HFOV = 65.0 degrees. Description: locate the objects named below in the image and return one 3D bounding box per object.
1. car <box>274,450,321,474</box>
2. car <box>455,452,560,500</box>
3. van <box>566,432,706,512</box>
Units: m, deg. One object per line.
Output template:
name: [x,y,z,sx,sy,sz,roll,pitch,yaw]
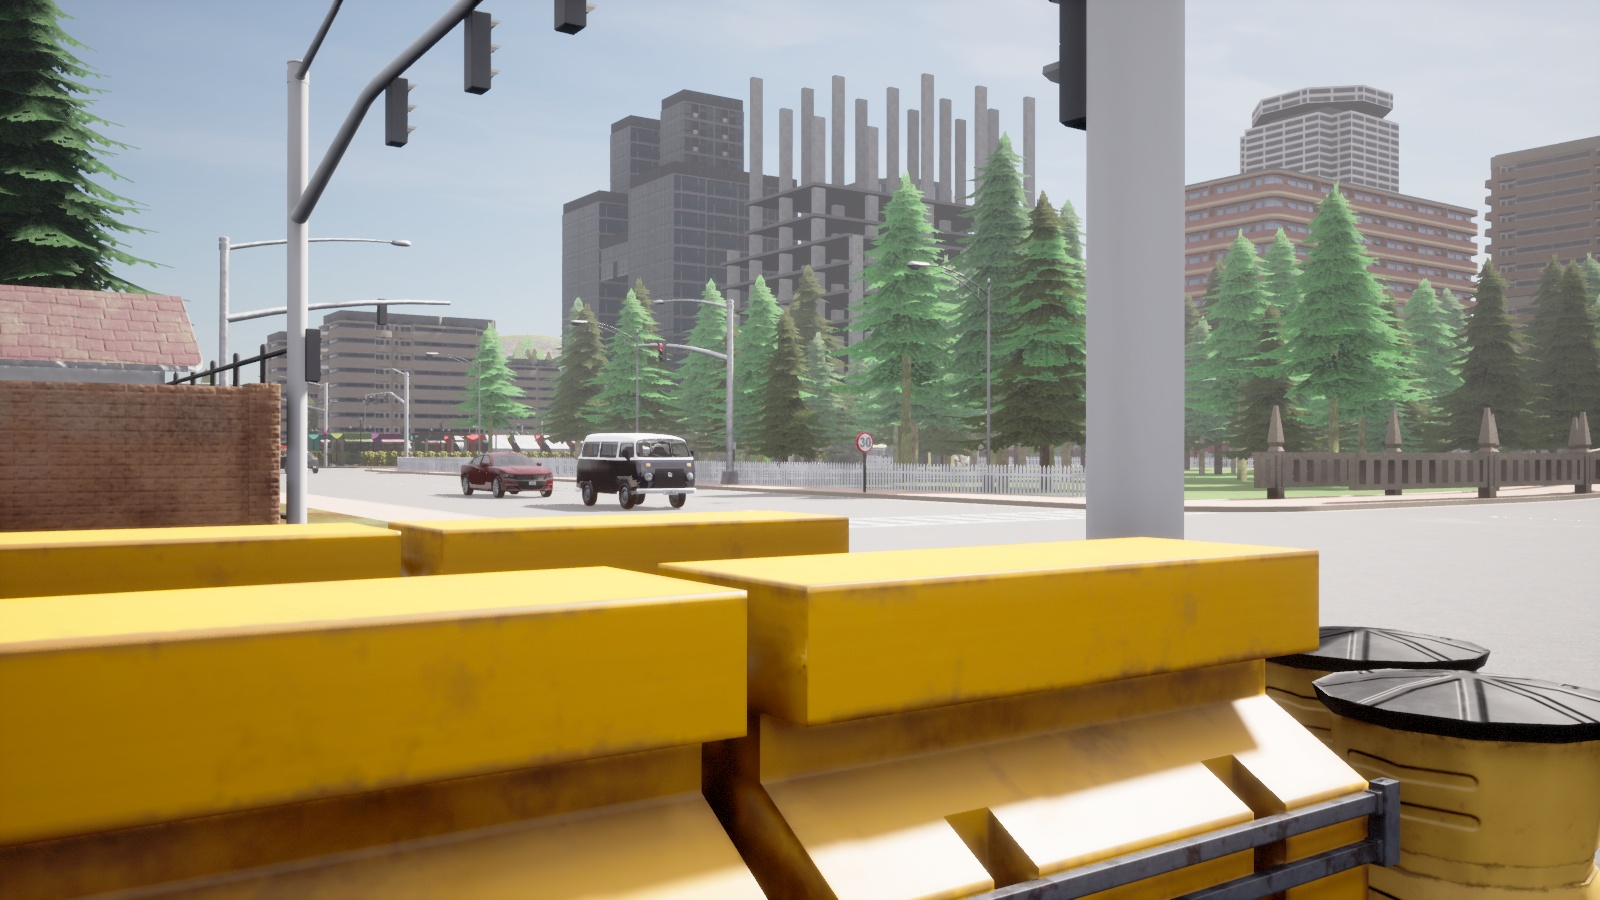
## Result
car: [-35.247,0.813,88.001,2.152,1.651,5.027,0,0,-33]
car: [-10.039,0.849,42.856,1.882,1.535,5.008,0,0,-33]
van: [-4.568,0.562,34.452,2.069,2.038,4.480,0,0,-33]
